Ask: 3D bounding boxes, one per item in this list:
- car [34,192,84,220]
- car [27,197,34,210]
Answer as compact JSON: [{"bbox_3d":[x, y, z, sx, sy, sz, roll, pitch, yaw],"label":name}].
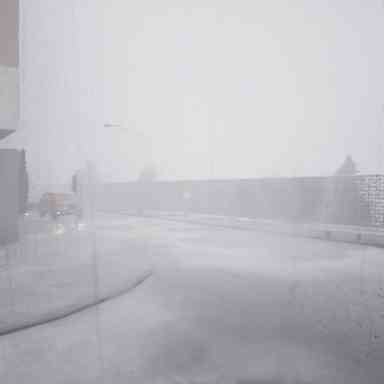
[{"bbox_3d":[-10.524,1.057,26.578,2.150,2.045,5.566,0,0,-39],"label":"car"},{"bbox_3d":[-16.738,1.286,34.284,1.812,1.442,4.674,0,0,-39],"label":"car"}]
